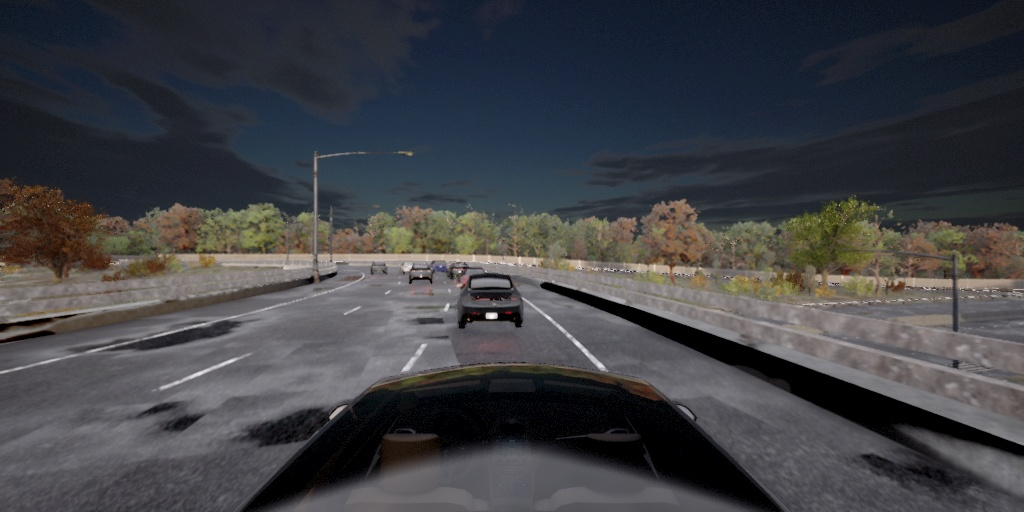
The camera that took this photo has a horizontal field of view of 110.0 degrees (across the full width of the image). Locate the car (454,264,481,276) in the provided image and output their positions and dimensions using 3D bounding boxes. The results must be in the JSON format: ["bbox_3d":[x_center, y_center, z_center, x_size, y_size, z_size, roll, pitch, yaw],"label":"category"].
[{"bbox_3d":[-2.502,1.412,23.164,1.994,1.385,4.181,0,0,-11],"label":"car"}]

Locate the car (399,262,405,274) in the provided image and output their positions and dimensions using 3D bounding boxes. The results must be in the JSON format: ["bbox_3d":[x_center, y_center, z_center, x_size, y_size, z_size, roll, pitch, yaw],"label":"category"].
[{"bbox_3d":[-12.999,1.482,45.033,1.812,1.442,4.674,0,0,-23],"label":"car"}]

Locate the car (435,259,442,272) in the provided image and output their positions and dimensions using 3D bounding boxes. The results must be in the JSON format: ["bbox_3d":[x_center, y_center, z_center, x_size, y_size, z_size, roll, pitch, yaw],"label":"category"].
[{"bbox_3d":[-9.534,1.307,45.761,2.097,1.767,4.553,0,0,-23],"label":"car"}]

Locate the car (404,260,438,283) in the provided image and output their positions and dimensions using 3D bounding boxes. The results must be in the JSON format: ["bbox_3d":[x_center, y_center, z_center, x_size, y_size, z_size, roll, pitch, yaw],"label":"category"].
[{"bbox_3d":[-7.555,1.375,29.721,2.128,1.511,4.902,0,0,-15],"label":"car"}]

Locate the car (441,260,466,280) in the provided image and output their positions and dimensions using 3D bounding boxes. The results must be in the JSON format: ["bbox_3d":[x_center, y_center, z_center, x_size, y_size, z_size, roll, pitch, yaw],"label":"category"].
[{"bbox_3d":[-5.035,1.388,33.571,2.128,1.511,4.902,0,0,-17],"label":"car"}]

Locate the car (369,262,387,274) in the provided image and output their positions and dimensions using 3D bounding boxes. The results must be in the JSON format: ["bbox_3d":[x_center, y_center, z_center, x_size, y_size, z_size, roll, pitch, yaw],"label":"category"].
[{"bbox_3d":[-16.488,1.450,44.282,2.128,1.511,4.902,0,0,-23],"label":"car"}]

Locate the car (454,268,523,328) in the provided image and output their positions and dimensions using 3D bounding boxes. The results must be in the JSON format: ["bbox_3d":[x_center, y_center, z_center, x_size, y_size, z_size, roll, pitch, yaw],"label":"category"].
[{"bbox_3d":[-0.754,1.300,11.668,1.837,1.490,4.892,0,0,-5],"label":"car"}]
